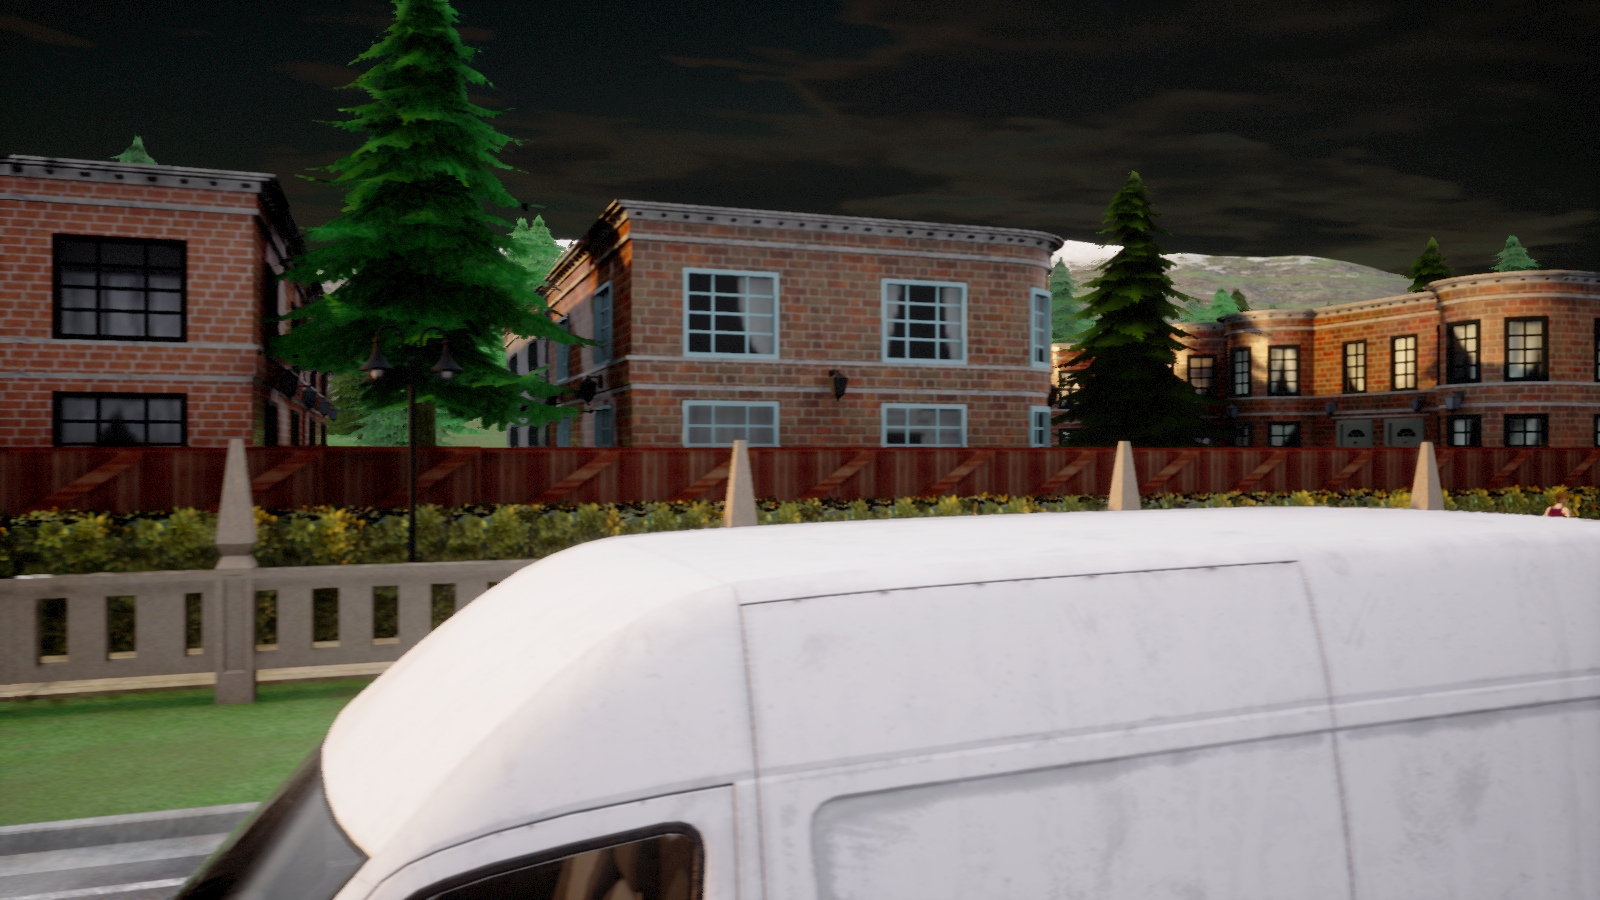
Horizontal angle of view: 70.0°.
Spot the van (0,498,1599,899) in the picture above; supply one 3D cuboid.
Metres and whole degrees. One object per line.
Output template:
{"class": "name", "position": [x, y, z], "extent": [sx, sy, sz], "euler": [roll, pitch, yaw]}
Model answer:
{"class": "van", "position": [0.139, 1.531, 3.348], "extent": [5.915, 2.561, 1.988], "euler": [-1, 0, -20]}

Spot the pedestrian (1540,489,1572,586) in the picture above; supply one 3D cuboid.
{"class": "pedestrian", "position": [14.787, 1.694, 22.350], "extent": [0.375, 1.860, 0.375], "euler": [0, 0, -20]}
